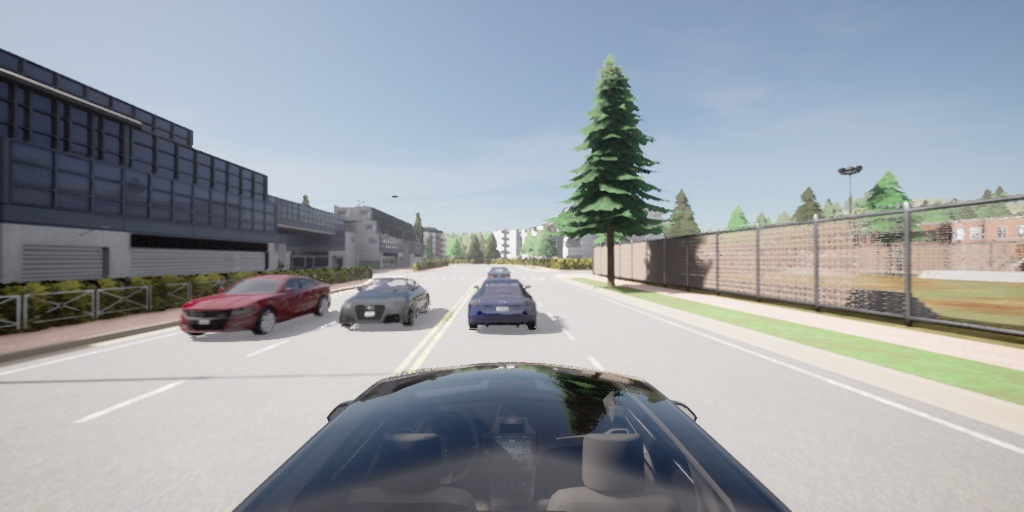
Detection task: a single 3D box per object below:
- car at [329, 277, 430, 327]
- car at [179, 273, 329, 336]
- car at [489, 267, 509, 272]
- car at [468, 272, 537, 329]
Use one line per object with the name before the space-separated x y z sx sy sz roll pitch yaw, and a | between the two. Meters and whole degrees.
car | -3.975 1.411 11.813 1.994 1.385 4.181 0 0 -2
car | -7.446 1.325 11.050 1.882 1.535 5.008 0 -1 -2
car | -0.980 1.528 27.918 2.033 1.411 5.357 0 0 -2
car | -0.318 1.402 11.617 1.994 1.385 4.181 0 0 -2
